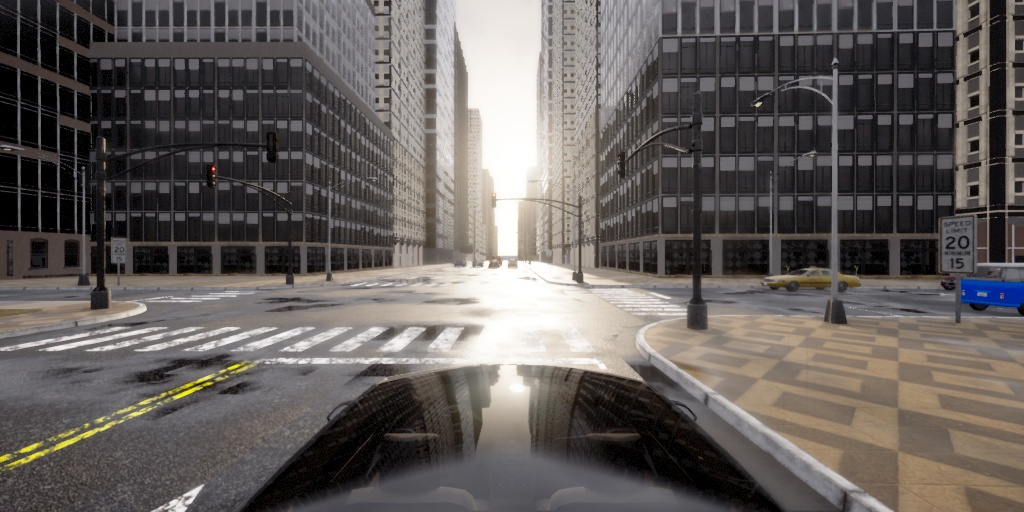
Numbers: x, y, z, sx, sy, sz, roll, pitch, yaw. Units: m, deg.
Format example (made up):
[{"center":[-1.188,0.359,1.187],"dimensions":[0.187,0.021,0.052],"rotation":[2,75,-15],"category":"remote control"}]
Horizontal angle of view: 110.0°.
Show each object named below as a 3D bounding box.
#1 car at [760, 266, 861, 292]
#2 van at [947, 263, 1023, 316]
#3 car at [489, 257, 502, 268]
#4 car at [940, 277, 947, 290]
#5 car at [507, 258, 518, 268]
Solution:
[{"center":[17.127,1.291,20.709],"dimensions":[4.829,1.417,1.751],"rotation":[0,0,2],"category":"car"},{"center":[18.380,1.118,12.534],"dimensions":[3.998,1.789,1.690],"rotation":[0,0,2],"category":"van"},{"center":[-3.117,1.380,63.337],"dimensions":[1.812,1.442,4.674],"rotation":[0,0,0],"category":"car"},{"center":[26.960,1.354,20.202],"dimensions":[4.207,1.307,1.802],"rotation":[0,0,2],"category":"car"},{"center":[0.133,1.402,63.330],"dimensions":[2.033,1.411,5.357],"rotation":[0,0,0],"category":"car"}]
